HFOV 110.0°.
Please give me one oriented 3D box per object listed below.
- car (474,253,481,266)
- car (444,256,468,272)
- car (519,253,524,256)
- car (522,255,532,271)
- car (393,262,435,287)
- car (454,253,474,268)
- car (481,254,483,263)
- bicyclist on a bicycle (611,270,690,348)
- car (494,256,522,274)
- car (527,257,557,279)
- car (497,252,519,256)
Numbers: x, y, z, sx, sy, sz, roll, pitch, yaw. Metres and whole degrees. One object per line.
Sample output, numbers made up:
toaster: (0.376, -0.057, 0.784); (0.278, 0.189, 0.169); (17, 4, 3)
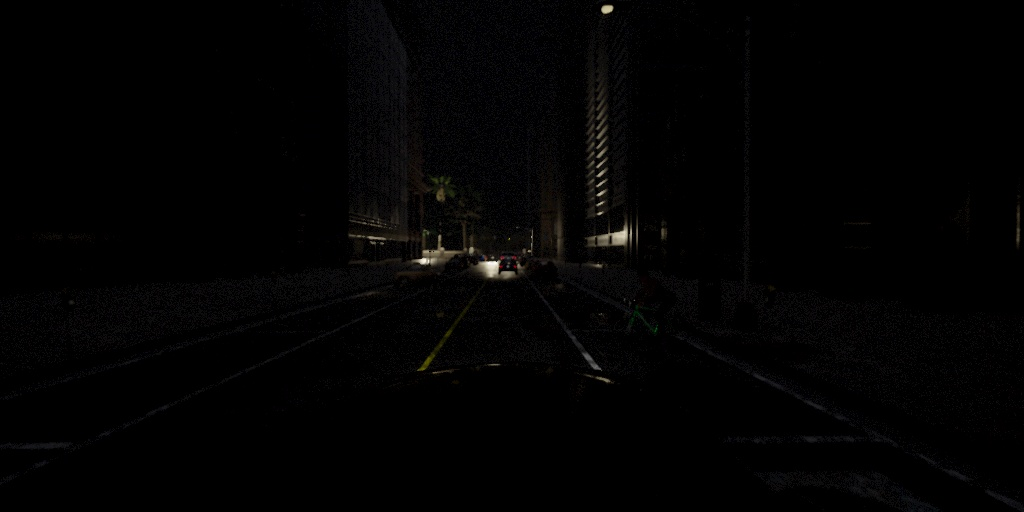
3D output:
car: (-6.418, 0.514, 55.028); (2.192, 1.841, 5.009); (0, 0, -1)
car: (-6.213, 0.947, 38.752); (1.802, 1.307, 4.207); (0, 0, -1)
car: (2.175, 0.676, 49.698); (1.967, 1.591, 4.097); (0, 0, -1)
car: (2.310, 0.873, 39.020); (1.751, 1.417, 4.829); (0, 0, -1)
car: (-6.006, 1.062, 22.306); (1.751, 1.417, 4.829); (0, 0, -1)
car: (-6.281, 0.624, 44.177); (2.192, 1.841, 5.009); (0, 0, -1)
car: (-6.486, 0.691, 60.452); (1.888, 1.381, 4.507); (0, 0, -1)
bicyclist on a bicycle: (2.884, 1.108, 7.456); (1.656, 1.620, 0.582); (0, 1, -1)
car: (-0.376, 0.950, 34.054); (2.033, 1.411, 5.357); (0, 1, -1)
car: (2.448, 1.006, 28.002); (1.888, 1.381, 4.507); (0, 0, -1)
car: (-0.533, 0.456, 49.681); (2.150, 2.045, 5.566); (0, 0, -1)
